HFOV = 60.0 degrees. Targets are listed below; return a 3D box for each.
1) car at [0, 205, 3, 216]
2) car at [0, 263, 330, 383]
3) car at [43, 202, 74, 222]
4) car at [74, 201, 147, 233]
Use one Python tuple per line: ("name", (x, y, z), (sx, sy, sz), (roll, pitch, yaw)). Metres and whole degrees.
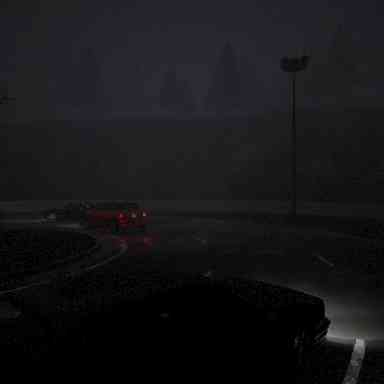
("car", (-18.214, 1.474, 26.945), (5.008, 1.535, 1.882), (0, 0, -24))
("car", (-0.521, 1.546, 3.521), (5.357, 1.411, 2.033), (0, 0, -44))
("car", (-8.804, 1.494, 25.231), (4.892, 1.490, 1.837), (0, -2, 11))
("car", (-4.758, 1.342, 19.763), (4.553, 1.767, 2.097), (0, 0, 44))
